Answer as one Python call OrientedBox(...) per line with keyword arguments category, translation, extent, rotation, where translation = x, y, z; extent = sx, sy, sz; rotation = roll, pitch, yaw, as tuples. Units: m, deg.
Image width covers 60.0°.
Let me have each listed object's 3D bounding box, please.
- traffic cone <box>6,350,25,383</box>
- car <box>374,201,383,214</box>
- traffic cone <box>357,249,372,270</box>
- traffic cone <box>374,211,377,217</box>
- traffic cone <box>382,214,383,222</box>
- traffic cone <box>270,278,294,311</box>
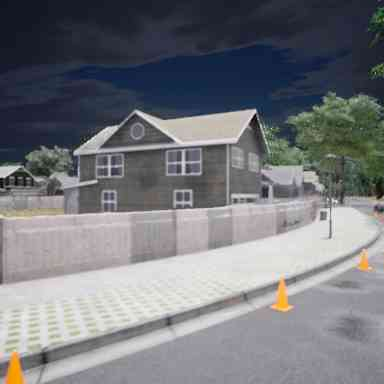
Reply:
OrientedBox(category="traffic cone", translation=(-1.881, 1.987, 3.539), extent=(0.340, 0.580, 0.340), rotation=(0, 0, -37))
OrientedBox(category="car", translation=(21.329, 1.691, 36.465), extent=(1.895, 1.301, 4.718), rotation=(0, 0, 20))
OrientedBox(category="traffic cone", translation=(5.151, 1.993, 9.950), extent=(0.340, 0.580, 0.340), rotation=(0, 0, 42))
OrientedBox(category="traffic cone", translation=(17.015, 2.034, 30.813), extent=(0.340, 0.580, 0.340), rotation=(0, 0, 23))
OrientedBox(category="traffic cone", translation=(15.089, 2.021, 26.199), extent=(0.340, 0.580, 0.340), rotation=(0, 0, 23))
OrientedBox(category="traffic cone", translation=(1.787, 1.990, 6.579), extent=(0.340, 0.580, 0.340), rotation=(0, 0, -42))
